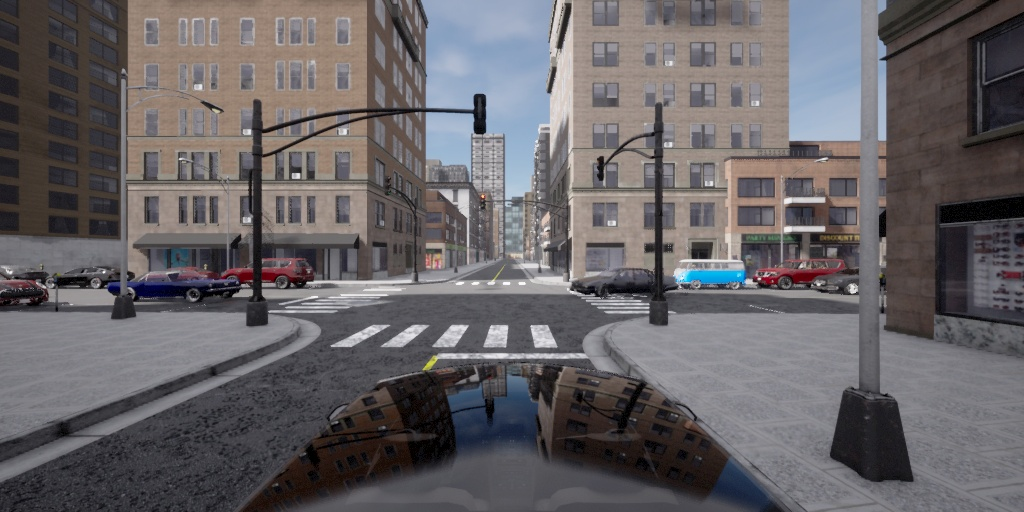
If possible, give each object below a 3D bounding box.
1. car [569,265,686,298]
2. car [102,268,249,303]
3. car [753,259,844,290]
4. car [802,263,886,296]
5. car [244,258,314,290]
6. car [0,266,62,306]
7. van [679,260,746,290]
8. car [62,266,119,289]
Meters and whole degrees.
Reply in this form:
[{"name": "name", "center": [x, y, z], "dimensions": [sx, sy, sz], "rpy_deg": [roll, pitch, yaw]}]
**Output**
[{"name": "car", "center": [5.664, 1.308, 18.160], "dimensions": [5.357, 1.411, 2.033], "rpy_deg": [0, 0, -14]}, {"name": "car", "center": [-15.000, 1.345, 16.155], "dimensions": [4.718, 1.301, 1.895], "rpy_deg": [0, 0, 3]}, {"name": "car", "center": [17.634, 1.086, 21.910], "dimensions": [5.009, 1.841, 2.192], "rpy_deg": [0, 0, 0]}, {"name": "car", "center": [18.822, 1.276, 19.145], "dimensions": [4.892, 1.490, 1.837], "rpy_deg": [0, 0, 0]}, {"name": "car", "center": [-14.909, 1.058, 22.098], "dimensions": [5.009, 1.841, 2.192], "rpy_deg": [0, 0, 0]}, {"name": "car", "center": [-20.457, 1.179, 13.604], "dimensions": [4.097, 1.591, 1.967], "rpy_deg": [0, 0, 0]}, {"name": "van", "center": [12.038, 1.107, 21.942], "dimensions": [3.998, 1.789, 1.690], "rpy_deg": [0, 0, 0]}, {"name": "car", "center": [-25.956, 1.298, 22.162], "dimensions": [4.313, 1.339, 1.948], "rpy_deg": [0, 0, 0]}]
